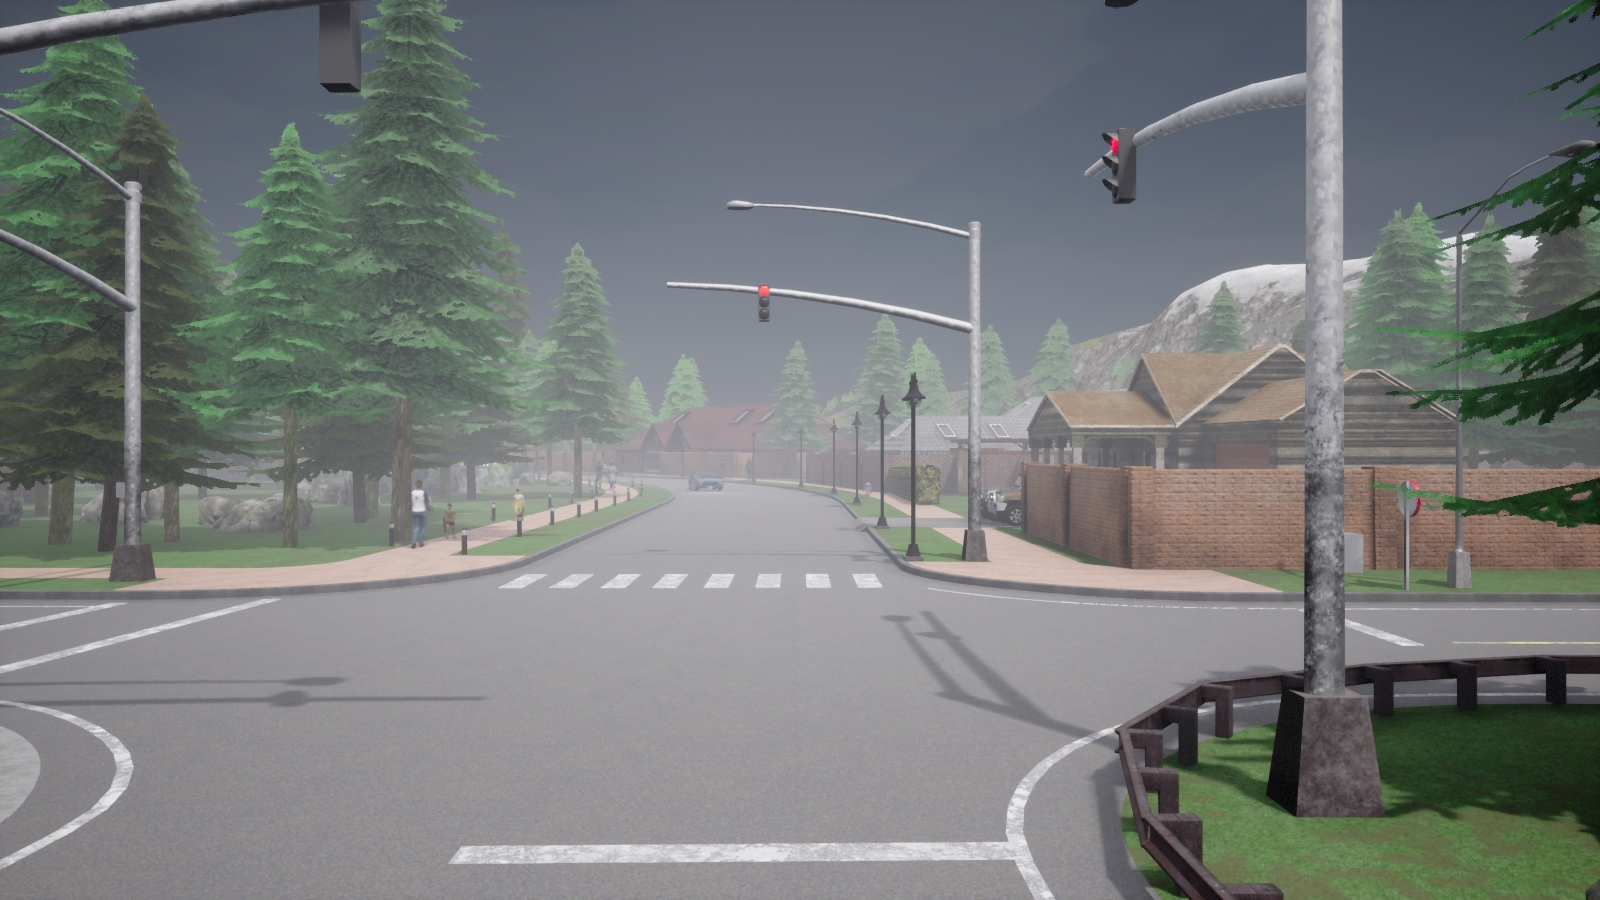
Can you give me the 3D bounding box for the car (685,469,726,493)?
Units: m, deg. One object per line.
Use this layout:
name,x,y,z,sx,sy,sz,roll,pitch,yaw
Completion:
car,-6.441,2.072,77.487,2.033,1.411,5.357,0,0,-13

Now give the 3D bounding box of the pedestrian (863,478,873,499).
pedestrian,3.629,2.046,60.901,0.500,1.100,0.500,0,0,-2

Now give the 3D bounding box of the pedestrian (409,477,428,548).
pedestrian,-10.200,1.664,30.530,0.375,1.860,0.375,0,0,2

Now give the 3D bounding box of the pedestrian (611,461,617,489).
pedestrian,-12.541,1.661,76.972,0.375,1.860,0.375,0,0,-17

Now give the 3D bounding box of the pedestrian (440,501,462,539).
pedestrian,-10.236,2.042,33.476,0.500,1.100,0.500,0,0,-2

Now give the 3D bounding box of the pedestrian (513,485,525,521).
pedestrian,-10.242,1.943,41.633,0.375,1.300,0.375,0,0,-2

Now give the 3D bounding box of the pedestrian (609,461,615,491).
pedestrian,-11.994,1.664,72.893,0.375,1.860,0.375,0,0,0
